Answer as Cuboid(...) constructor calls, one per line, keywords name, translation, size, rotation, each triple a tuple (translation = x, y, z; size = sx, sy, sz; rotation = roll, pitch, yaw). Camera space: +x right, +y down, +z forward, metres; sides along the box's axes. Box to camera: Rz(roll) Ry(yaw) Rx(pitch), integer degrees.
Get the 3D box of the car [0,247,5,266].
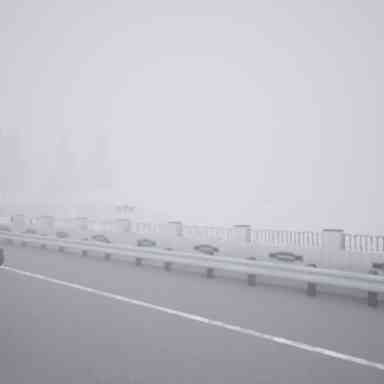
Cuboid(name="car", translation=(-7.172, 1.637, 9.111), size=(4.718, 1.301, 1.895), rotation=(0, 0, 36))
